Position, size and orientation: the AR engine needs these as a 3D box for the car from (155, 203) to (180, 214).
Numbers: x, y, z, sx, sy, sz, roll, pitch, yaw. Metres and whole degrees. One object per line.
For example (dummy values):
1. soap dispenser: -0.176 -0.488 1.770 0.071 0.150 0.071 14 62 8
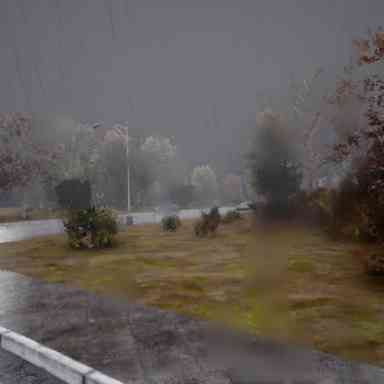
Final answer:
1. car: -3.831 2.536 51.678 2.128 1.511 4.902 -3 -2 33

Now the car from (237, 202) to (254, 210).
1. car: 8.543 2.204 51.307 1.994 1.385 4.181 -3 -2 32
